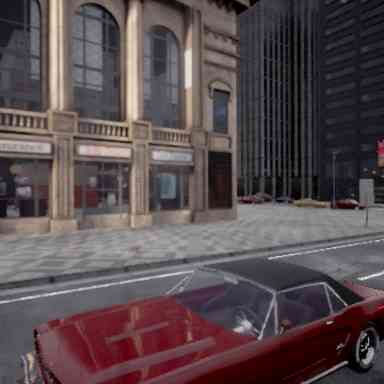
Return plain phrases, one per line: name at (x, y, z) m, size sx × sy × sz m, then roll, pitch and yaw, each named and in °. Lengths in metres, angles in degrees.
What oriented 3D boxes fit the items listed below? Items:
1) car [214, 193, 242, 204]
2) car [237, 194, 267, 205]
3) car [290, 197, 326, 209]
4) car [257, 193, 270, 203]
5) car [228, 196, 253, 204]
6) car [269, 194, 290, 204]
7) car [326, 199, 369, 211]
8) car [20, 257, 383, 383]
car at (6.449, 1.177, 59.779) m, size 2.192 × 1.841 × 5.009 m, roll 0°, pitch 0°, yaw -36°
car at (9.739, 1.456, 55.220) m, size 1.887 × 1.381 × 4.507 m, roll 0°, pitch 0°, yaw -36°
car at (16.423, 1.533, 45.961) m, size 1.752 × 1.417 × 4.829 m, roll 0°, pitch 0°, yaw -36°
car at (11.590, 1.319, 62.661) m, size 2.128 × 1.511 × 4.902 m, roll -1°, pitch 1°, yaw -36°
car at (8.829, 1.444, 61.257) m, size 1.895 × 1.301 × 4.718 m, roll 0°, pitch 1°, yaw -35°
car at (16.653, 1.417, 60.208) m, size 1.947 × 1.339 × 4.313 m, roll 0°, pitch 0°, yaw -36°
car at (19.616, 1.596, 41.538) m, size 1.887 × 1.381 × 4.507 m, roll 0°, pitch 0°, yaw -36°
car at (0.576, 1.614, 4.097) m, size 4.718 × 1.301 × 1.895 m, roll 0°, pitch 0°, yaw -35°
